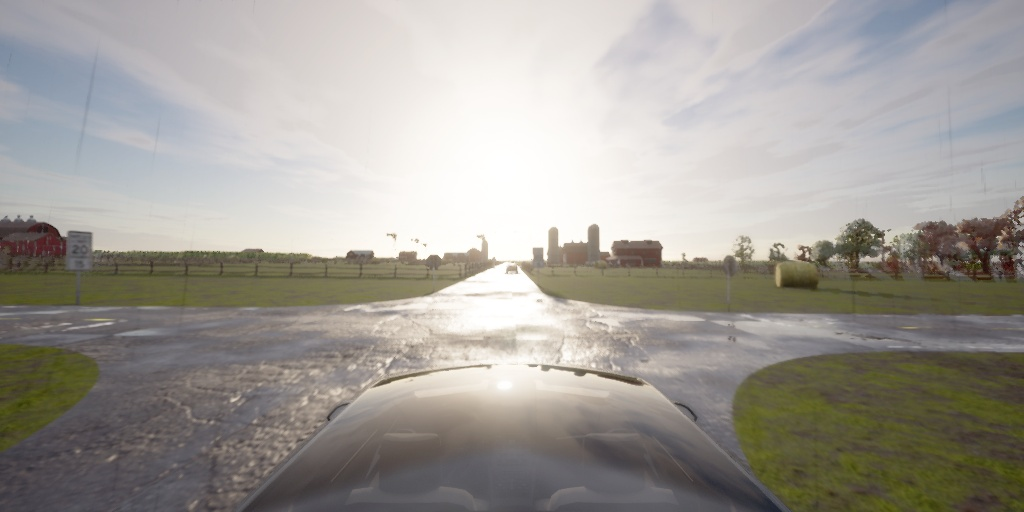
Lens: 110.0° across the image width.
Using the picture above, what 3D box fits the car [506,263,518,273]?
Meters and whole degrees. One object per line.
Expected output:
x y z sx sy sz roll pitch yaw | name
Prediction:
0.002 1.881 55.974 2.128 1.511 4.902 0 -1 0 | car
